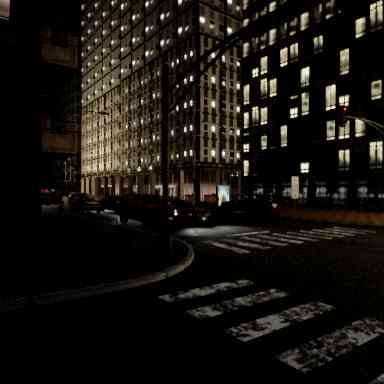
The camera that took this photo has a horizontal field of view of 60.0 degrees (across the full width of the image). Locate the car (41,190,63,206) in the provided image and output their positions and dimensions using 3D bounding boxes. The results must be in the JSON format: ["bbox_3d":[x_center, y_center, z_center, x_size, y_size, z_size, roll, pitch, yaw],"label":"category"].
[{"bbox_3d":[-15.670,0.825,37.229,2.008,1.369,4.403,2,0,-36],"label":"car"}]

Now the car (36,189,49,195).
[{"bbox_3d":[-35.076,-0.014,78.080,1.887,1.381,4.507,1,0,-36],"label":"car"}]

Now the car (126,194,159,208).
[{"bbox_3d":[-5.670,0.963,37.736,1.947,1.339,4.313,1,0,-36],"label":"car"}]

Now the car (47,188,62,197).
[{"bbox_3d":[-28.538,0.096,69.114,1.967,1.590,4.097,1,0,-36],"label":"car"}]

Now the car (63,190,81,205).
[{"bbox_3d":[-12.340,0.812,37.053,2.128,1.511,4.902,0,1,-36],"label":"car"}]

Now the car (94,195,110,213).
[{"bbox_3d":[-6.449,0.986,28.954,1.882,1.535,5.008,0,1,-36],"label":"car"}]

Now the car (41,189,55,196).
[{"bbox_3d":[-31.809,0.094,73.597,1.887,1.381,4.507,1,0,-36],"label":"car"}]

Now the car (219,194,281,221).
[{"bbox_3d":[4.140,1.024,24.287,2.192,1.841,5.009,1,0,-36],"label":"car"}]

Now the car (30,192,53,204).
[{"bbox_3d":[-18.937,0.751,41.710,1.802,1.307,4.206,2,0,-36],"label":"car"}]

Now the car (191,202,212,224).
[{"bbox_3d":[-0.671,1.218,21.026,1.812,1.442,4.674,0,1,-36],"label":"car"}]

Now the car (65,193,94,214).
[{"bbox_3d":[-9.137,1.066,28.266,1.802,1.307,4.206,2,0,-36],"label":"car"}]

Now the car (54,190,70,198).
[{"bbox_3d":[-25.274,0.307,64.632,1.887,1.381,4.507,1,0,-36],"label":"car"}]

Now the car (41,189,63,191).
[{"bbox_3d":[-25.554,0.380,60.590,1.994,1.385,4.181,0,1,-36],"label":"car"}]

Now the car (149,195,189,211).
[{"bbox_3d":[-2.402,1.068,33.253,1.947,1.339,4.313,1,0,-36],"label":"car"}]

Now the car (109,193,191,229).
[{"bbox_3d":[-2.595,1.006,19.302,2.192,1.841,5.009,2,0,-36],"label":"car"}]
